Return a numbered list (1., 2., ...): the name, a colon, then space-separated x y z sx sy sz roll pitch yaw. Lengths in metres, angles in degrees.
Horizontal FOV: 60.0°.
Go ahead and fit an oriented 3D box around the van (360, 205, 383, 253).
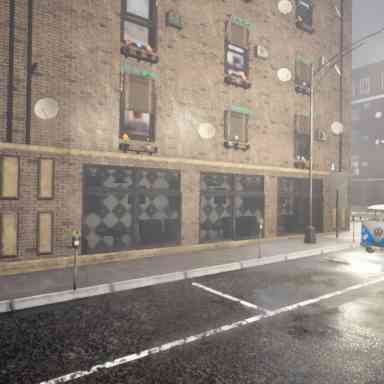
1. van: 7.800 1.345 12.215 3.998 1.788 1.690 0 1 -35
